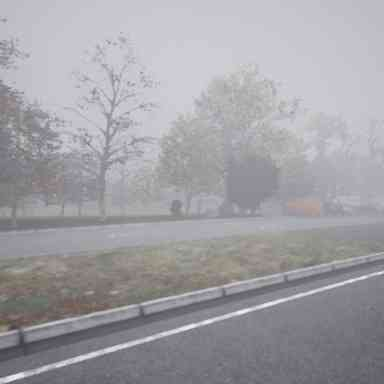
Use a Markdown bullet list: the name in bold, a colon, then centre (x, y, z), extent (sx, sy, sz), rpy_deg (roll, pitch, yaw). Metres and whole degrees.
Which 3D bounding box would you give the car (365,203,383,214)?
- **car**: centre (28.368, 2.418, 48.552), extent (2.097, 1.535, 5.008), rpy_deg (2, -1, -35)

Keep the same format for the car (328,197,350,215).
- **car**: centre (14.829, 1.637, 38.944), extent (2.435, 2.045, 5.566), rpy_deg (2, -1, -35)

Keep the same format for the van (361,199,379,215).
- **van**: centre (21.539, 1.924, 43.835), extent (1.878, 1.987, 4.442), rpy_deg (2, -1, -35)

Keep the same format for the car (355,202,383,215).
- **car**: centre (26.011, 2.325, 46.873), extent (2.097, 1.535, 5.008), rpy_deg (2, -1, -35)

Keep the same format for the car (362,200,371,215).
- **car**: centre (19.349, 2.061, 42.123), extent (2.231, 1.521, 4.892), rpy_deg (2, -1, -35)

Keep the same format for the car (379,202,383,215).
- **car**: centre (23.876, 2.114, 45.319), extent (2.185, 1.767, 4.553), rpy_deg (2, -1, -35)

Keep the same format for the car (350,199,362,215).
- **car**: centre (17.200, 1.969, 40.373), extent (1.946, 1.575, 5.366), rpy_deg (2, -1, -35)

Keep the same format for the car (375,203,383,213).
- **car**: centre (30.623, 2.509, 50.159), extent (2.231, 1.521, 4.892), rpy_deg (2, -1, -35)

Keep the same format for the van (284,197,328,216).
- **van**: centre (12.422, 1.586, 37.339), extent (1.878, 1.987, 4.442), rpy_deg (2, -1, -35)
